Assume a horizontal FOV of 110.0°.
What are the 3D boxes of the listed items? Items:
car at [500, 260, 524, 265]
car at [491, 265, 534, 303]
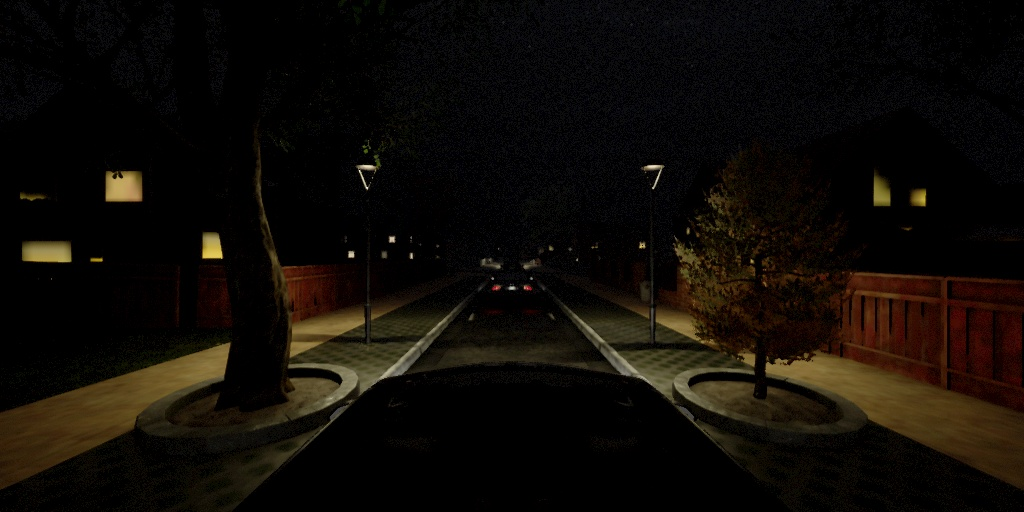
[{"bbox_3d":[0.000,1.127,31.473,2.097,1.767,4.553,0,0,0],"label":"car"},{"bbox_3d":[0.000,1.312,16.501,2.033,1.411,5.357,0,0,0],"label":"car"}]
